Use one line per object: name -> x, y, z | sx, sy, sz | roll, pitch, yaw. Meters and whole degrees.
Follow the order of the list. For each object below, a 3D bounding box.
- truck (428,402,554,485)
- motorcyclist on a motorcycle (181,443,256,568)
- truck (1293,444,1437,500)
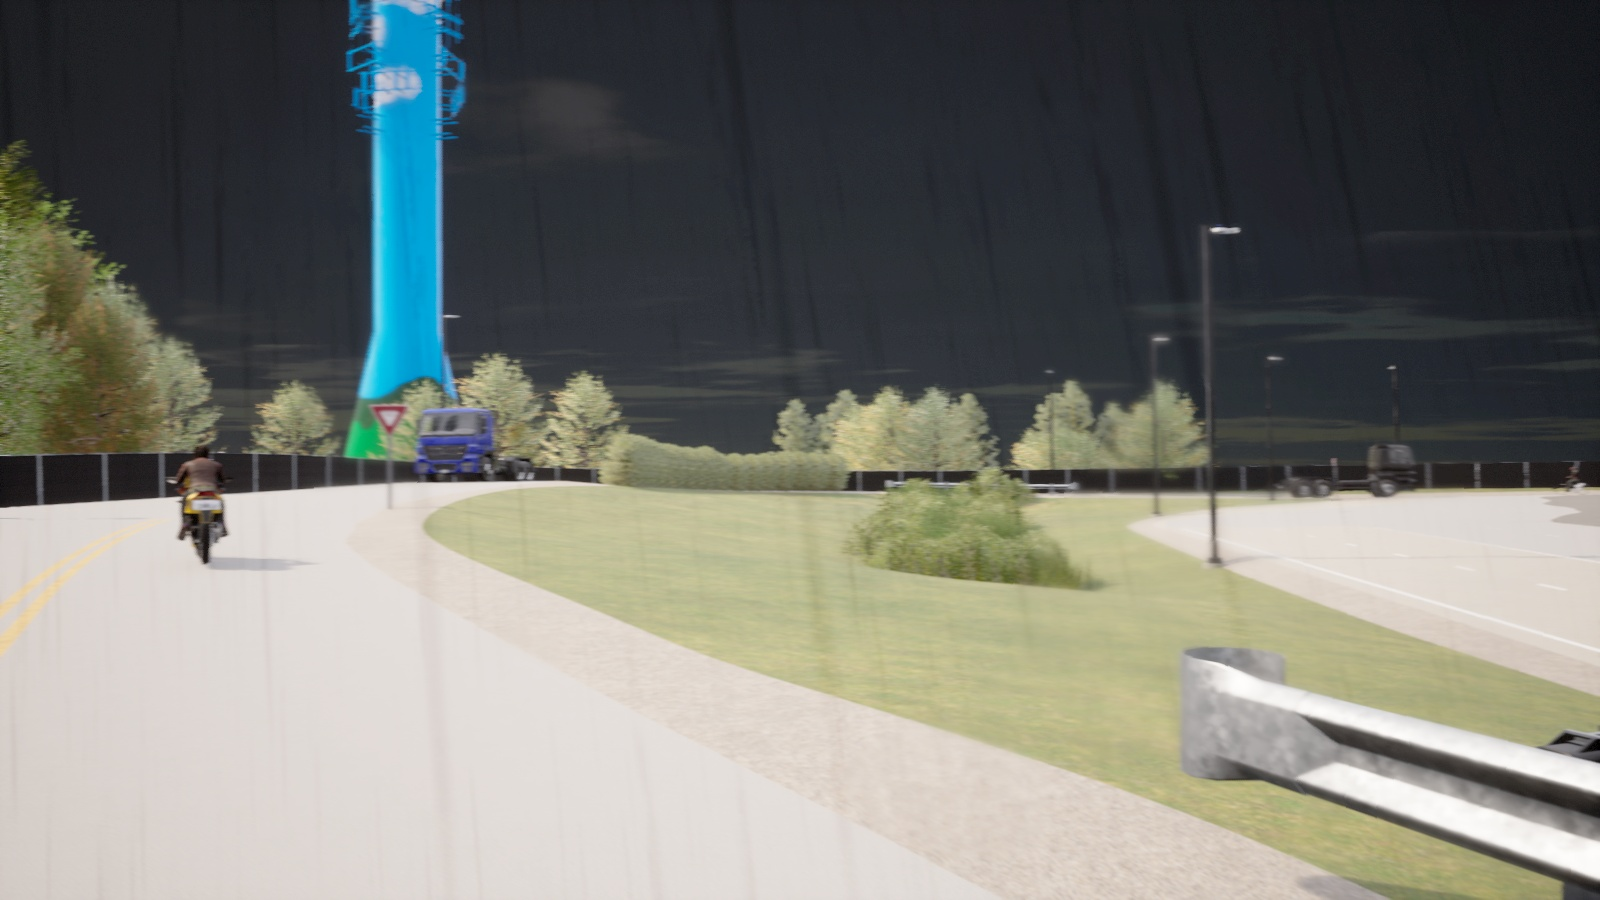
truck -> -14.575, -0.165, 59.950 | 2.891, 3.462, 7.936 | -1, -3, 10
motorcyclist on a motorcycle -> -7.623, 0.680, 16.422 | 0.797, 1.523, 2.044 | 0, 0, -27
truck -> 36.095, 1.427, 80.502 | 7.936, 3.462, 2.891 | 0, -2, 13
